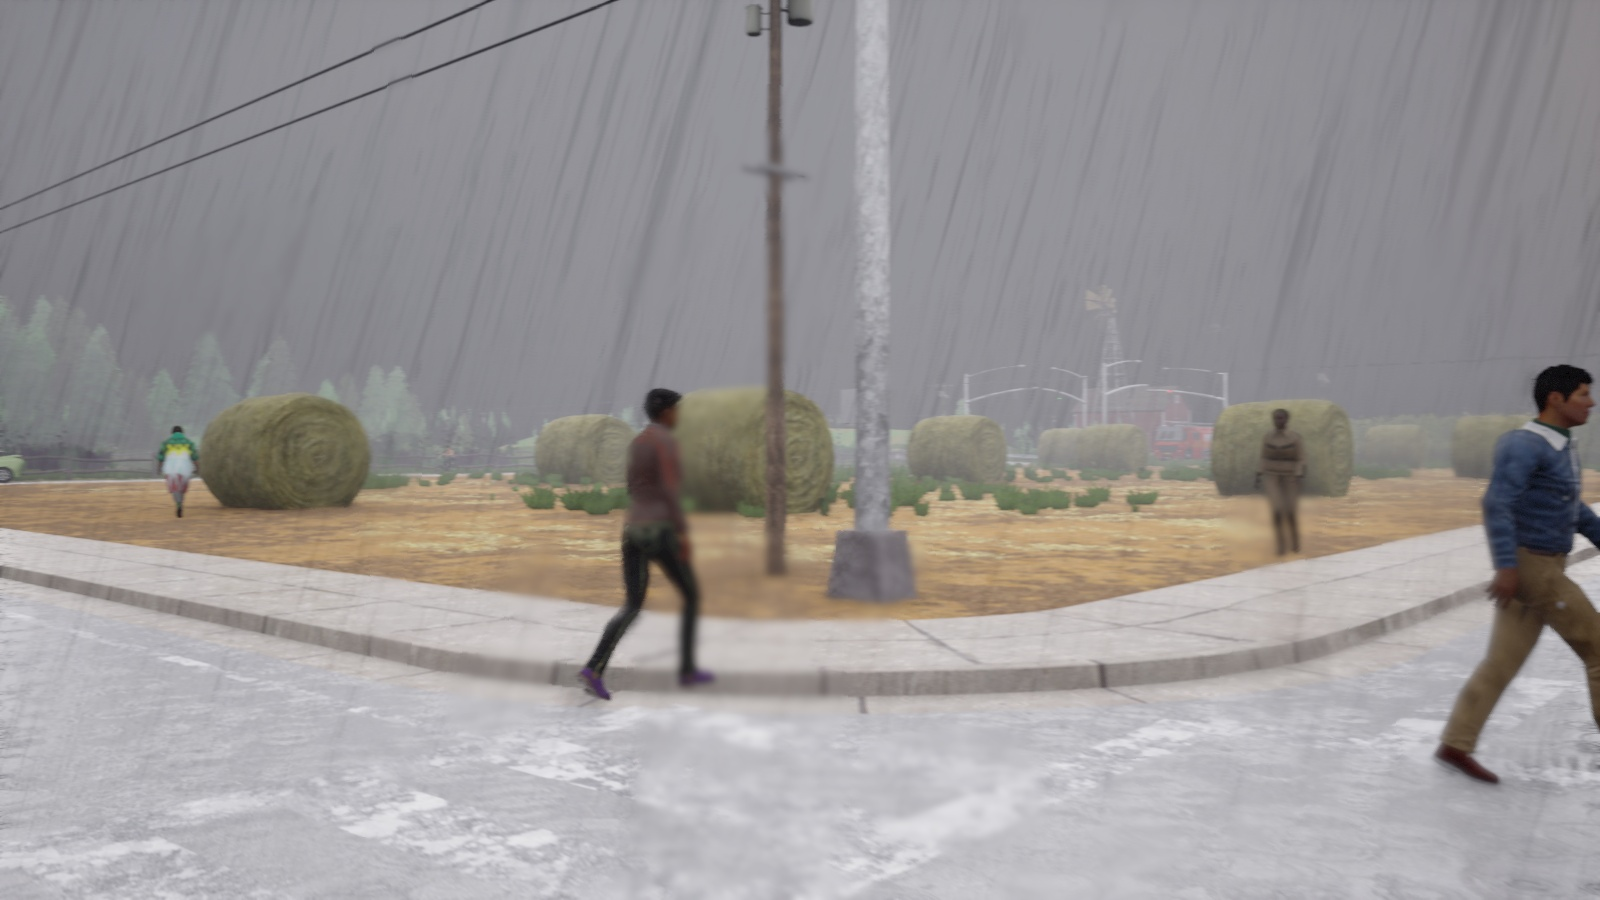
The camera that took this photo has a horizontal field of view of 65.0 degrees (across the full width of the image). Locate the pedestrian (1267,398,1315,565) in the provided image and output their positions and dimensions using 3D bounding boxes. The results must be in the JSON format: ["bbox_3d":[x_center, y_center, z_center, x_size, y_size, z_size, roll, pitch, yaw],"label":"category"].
[{"bbox_3d":[5.854,0.367,14.958,0.396,1.930,0.692,0,0,33],"label":"pedestrian"}]

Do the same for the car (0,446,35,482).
[{"bbox_3d":[-34.941,0.574,52.700,4.514,1.525,2.007,0,0,-45],"label":"car"}]

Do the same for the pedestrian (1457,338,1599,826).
[{"bbox_3d":[3.232,0.525,5.252,0.788,1.949,0.423,0,0,39],"label":"pedestrian"}]

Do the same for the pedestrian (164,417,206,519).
[{"bbox_3d":[-12.058,0.350,24.626,0.659,1.952,0.873,0,0,-31],"label":"pedestrian"}]

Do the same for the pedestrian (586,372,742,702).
[{"bbox_3d":[-0.779,0.473,7.283,0.869,1.805,0.328,0,0,-42],"label":"pedestrian"}]
